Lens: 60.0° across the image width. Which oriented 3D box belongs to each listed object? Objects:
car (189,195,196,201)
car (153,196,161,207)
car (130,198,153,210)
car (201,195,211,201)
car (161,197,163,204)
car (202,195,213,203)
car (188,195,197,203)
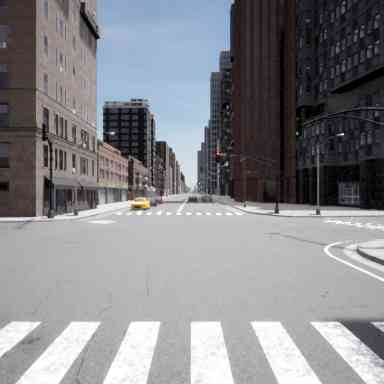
[{"bbox_3d":[0.130,1.450,81.397,1.882,1.535,5.008,0,0,0],"label":"car"},{"bbox_3d":[-6.504,1.573,52.227,1.994,1.385,4.181,0,0,1],"label":"car"},{"bbox_3d":[-6.531,1.485,42.203,1.882,1.535,5.008,0,0,0],"label":"car"},{"bbox_3d":[3.379,1.497,81.393,2.128,1.511,4.902,0,0,0],"label":"car"},{"bbox_3d":[-6.463,1.486,62.172,1.882,1.535,5.008,0,0,0],"label":"car"},{"bbox_3d":[3.363,1.530,70.973,2.128,1.511,4.902,0,0,0],"label":"car"},{"bbox_3d":[0.113,1.483,70.978,1.882,1.535,5.008,0,0,0],"label":"car"}]
